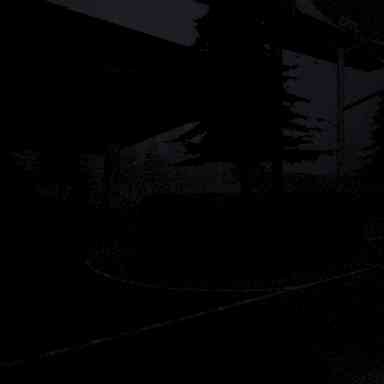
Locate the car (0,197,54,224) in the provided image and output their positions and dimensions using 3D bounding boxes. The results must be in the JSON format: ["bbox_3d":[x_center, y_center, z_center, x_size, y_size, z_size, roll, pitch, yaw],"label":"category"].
[{"bbox_3d":[-11.987,1.313,23.469,3.866,1.878,1.905,0,0,-36],"label":"car"}]

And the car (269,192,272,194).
[{"bbox_3d":[6.216,1.050,28.679,2.150,2.045,5.566,0,1,-34],"label":"car"}]
